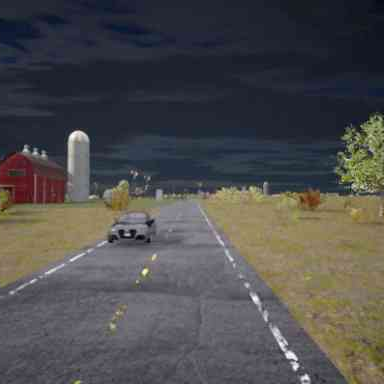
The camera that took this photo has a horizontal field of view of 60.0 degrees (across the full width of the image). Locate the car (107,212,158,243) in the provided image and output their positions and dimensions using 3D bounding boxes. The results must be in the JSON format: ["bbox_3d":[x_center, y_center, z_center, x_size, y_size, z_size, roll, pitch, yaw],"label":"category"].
[{"bbox_3d":[-2.847,1.699,16.611,1.994,1.385,4.181,0,0,0],"label":"car"}]
